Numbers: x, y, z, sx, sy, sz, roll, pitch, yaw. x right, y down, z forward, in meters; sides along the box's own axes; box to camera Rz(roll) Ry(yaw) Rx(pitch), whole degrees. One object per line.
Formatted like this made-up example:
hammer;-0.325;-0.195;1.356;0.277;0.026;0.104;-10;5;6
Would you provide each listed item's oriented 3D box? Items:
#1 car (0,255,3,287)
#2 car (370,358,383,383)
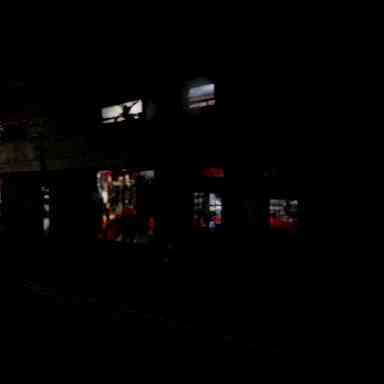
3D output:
car;-6.063;1.405;7.185;5.009;1.841;2.192;-1;0;36
car;3.057;1.293;0.678;5.009;1.841;2.192;-1;0;36
